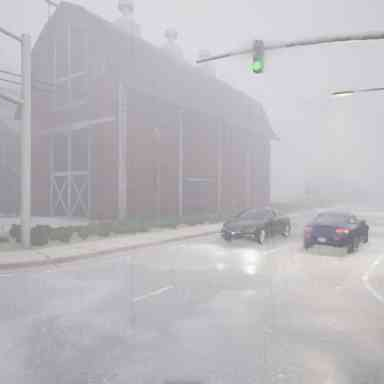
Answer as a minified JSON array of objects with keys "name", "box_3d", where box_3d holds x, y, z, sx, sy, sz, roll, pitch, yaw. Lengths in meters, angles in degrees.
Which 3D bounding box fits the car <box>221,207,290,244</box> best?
[{"name":"car","box_3d":[3.185,1.505,15.994,1.837,1.490,4.892,0,0,36]}]

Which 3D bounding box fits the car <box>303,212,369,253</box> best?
[{"name":"car","box_3d":[6.047,1.546,13.810,1.812,1.442,4.674,0,0,36]}]
